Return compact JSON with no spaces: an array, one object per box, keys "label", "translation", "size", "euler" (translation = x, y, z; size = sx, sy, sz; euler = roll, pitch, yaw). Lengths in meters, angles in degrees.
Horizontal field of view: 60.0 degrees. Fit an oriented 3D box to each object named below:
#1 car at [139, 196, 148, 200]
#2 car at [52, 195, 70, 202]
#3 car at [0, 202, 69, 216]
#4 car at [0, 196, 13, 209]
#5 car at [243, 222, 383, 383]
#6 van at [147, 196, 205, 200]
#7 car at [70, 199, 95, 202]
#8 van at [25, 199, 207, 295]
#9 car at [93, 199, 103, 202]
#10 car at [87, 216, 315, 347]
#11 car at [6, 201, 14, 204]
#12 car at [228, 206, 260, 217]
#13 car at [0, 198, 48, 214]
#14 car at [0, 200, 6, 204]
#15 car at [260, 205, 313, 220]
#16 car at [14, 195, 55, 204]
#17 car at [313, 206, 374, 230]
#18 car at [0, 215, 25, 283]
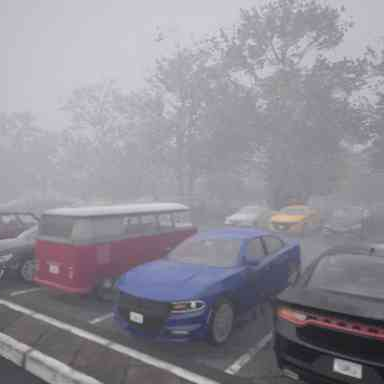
[{"label":"car","translation":[-3.027,1.308,25.541],"size":[2.435,2.045,5.566],"euler":[0,0,36]},{"label":"car","translation":[-9.869,1.447,30.547],"size":[2.185,1.767,4.553],"euler":[0,0,36]},{"label":"car","translation":[-6.232,1.422,11.723],"size":[2.185,1.767,4.553],"euler":[0,0,36]},{"label":"car","translation":[-25.623,1.352,41.858],"size":[2.231,1.521,4.892],"euler":[2,1,36]},{"label":"car","translation":[2.916,1.520,5.161],"size":[2.097,1.535,5.008],"euler":[0,0,36]},{"label":"van","translation":[-0.819,1.327,23.840],"size":[1.878,1.987,4.442],"euler":[0,0,36]},{"label":"car","translation":[-7.631,1.571,28.888],"size":[2.097,1.535,5.008],"euler":[0,0,36]},{"label":"van","translation":[-1.528,1.309,8.515],"size":[1.878,1.987,4.442],"euler":[0,0,36]},{"label":"car","translation":[-5.160,1.562,27.342],"size":[1.946,1.575,5.366],"euler":[0,0,36]},{"label":"car","translation":[0.665,1.527,6.797],"size":[2.097,1.535,5.008],"euler":[0,0,36]},{"label":"car","translation":[-16.675,1.527,35.421],"size":[2.097,1.535,5.008],"euler":[1,0,36]},{"label":"car","translation":[3.769,1.581,20.680],"size":[2.002,1.452,4.674],"euler":[0,0,36]},{"label":"car","translation":[-19.049,1.492,36.897],"size":[1.946,1.575,5.366],"euler":[1,1,36]},{"label":"car","translation":[-12.869,1.314,16.581],"size":[2.435,2.045,5.566],"euler":[0,0,36]},{"label":"car","translation":[6.030,1.534,19.053],"size":[2.097,1.535,5.008],"euler":[0,0,36]},{"label":"car","translation":[-14.397,1.299,33.807],"size":[2.435,2.045,5.566],"euler":[1,0,36]},{"label":"car","translation":[8.290,1.528,17.425],"size":[2.231,1.521,4.892],"euler":[0,0,36]},{"label":"car","translation":[-3.851,1.543,10.053],"size":[2.231,1.521,4.892],"euler":[0,0,36]}]
